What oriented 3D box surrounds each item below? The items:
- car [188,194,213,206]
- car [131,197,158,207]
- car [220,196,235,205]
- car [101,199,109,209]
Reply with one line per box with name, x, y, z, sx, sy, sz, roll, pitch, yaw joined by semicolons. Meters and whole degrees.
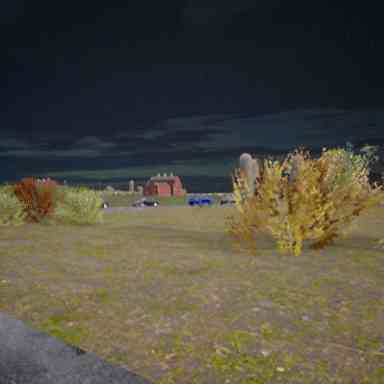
car;1.561;1.447;58.738;2.150;2.045;5.566;-1;-1;36
car;-7.399;1.645;52.521;1.837;1.490;4.892;-1;-1;36
car;7.583;1.692;67.115;2.097;1.767;4.553;-1;-1;36
car;-13.304;1.532;44.367;1.837;1.490;4.892;-1;-1;36
